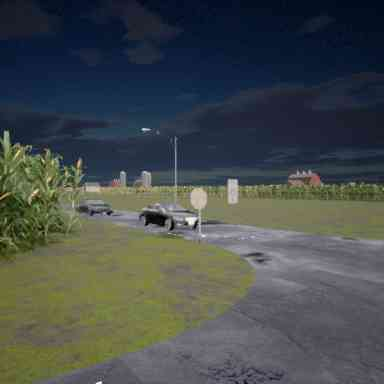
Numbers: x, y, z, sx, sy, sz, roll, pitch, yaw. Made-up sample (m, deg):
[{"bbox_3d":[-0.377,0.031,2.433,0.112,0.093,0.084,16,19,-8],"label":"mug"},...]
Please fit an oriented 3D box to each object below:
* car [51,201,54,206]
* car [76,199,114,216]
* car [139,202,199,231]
[{"bbox_3d":[-21.421,0.899,47.673,2.150,2.045,5.566,0,0,-36],"label":"car"},{"bbox_3d":[-8.929,1.373,30.252,2.033,1.411,5.357,0,0,-36],"label":"car"},{"bbox_3d":[-1.463,1.395,19.937,2.128,1.511,4.902,0,0,-36],"label":"car"}]
